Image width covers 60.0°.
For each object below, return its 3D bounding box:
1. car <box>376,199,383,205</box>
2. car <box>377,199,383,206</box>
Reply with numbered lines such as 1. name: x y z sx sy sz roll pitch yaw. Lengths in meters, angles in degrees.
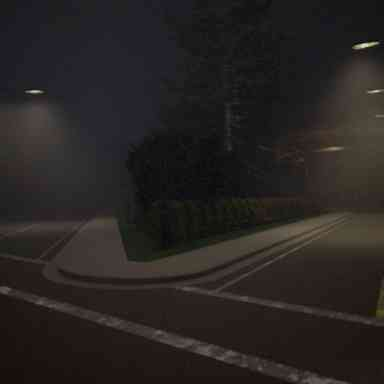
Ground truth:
1. car: 37.255 1.862 63.564 4.536 1.218 1.853 0 -1 -33
2. car: 37.214 2.019 63.532 4.974 1.542 2.038 0 -1 -33
